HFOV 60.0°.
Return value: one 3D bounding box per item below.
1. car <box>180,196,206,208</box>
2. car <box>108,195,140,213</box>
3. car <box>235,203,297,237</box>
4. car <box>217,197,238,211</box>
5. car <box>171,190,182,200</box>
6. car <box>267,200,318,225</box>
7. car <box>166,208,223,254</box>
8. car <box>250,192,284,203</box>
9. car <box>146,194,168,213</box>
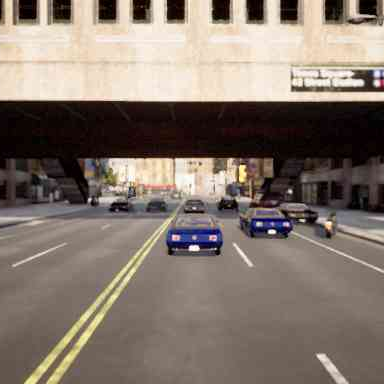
[{"bbox_3d":[0.197,1.336,28.922,2.033,1.411,5.357,0,0,0],"label":"car"},{"bbox_3d":[-6.990,1.301,33.705,2.033,1.411,5.357,0,0,0],"label":"car"},{"bbox_3d":[3.620,1.475,17.129,1.895,1.301,4.718,0,0,0],"label":"car"},{"bbox_3d":[3.701,1.219,35.330,1.882,1.535,5.008,0,0,0],"label":"car"},{"bbox_3d":[-3.441,0.673,74.886,2.150,2.045,5.566,0,0,0],"label":"car"},{"bbox_3d":[6.713,1.430,22.403,1.895,1.301,4.718,0,0,0],"label":"car"},{"bbox_3d":[0.092,1.505,12.965,1.895,1.301,4.718,0,0,0],"label":"car"},{"bbox_3d":[6.663,1.010,29.796,2.435,2.045,5.566,0,0,0],"label":"car"},{"bbox_3d":[-3.489,1.259,33.631,1.837,1.490,4.892,0,0,0],"label":"car"}]
